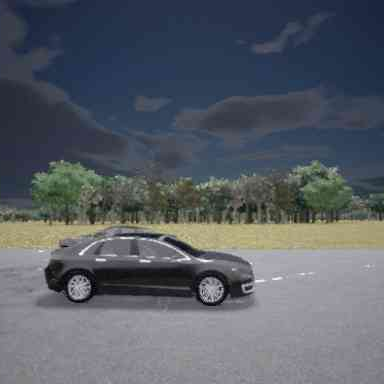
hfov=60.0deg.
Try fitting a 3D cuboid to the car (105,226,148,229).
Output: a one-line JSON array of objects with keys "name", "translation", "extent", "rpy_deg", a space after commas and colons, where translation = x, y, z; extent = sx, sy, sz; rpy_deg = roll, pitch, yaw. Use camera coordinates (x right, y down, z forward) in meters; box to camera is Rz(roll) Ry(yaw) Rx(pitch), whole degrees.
[{"name": "car", "translation": [-3.256, 2.252, 15.194], "extent": [5.357, 1.411, 2.033], "rpy_deg": [0, -4, 5]}]

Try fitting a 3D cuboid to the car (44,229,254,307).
[{"name": "car", "translation": [-0.986, 1.754, 8.010], "extent": [4.892, 1.490, 1.837], "rpy_deg": [0, -4, 5]}]
